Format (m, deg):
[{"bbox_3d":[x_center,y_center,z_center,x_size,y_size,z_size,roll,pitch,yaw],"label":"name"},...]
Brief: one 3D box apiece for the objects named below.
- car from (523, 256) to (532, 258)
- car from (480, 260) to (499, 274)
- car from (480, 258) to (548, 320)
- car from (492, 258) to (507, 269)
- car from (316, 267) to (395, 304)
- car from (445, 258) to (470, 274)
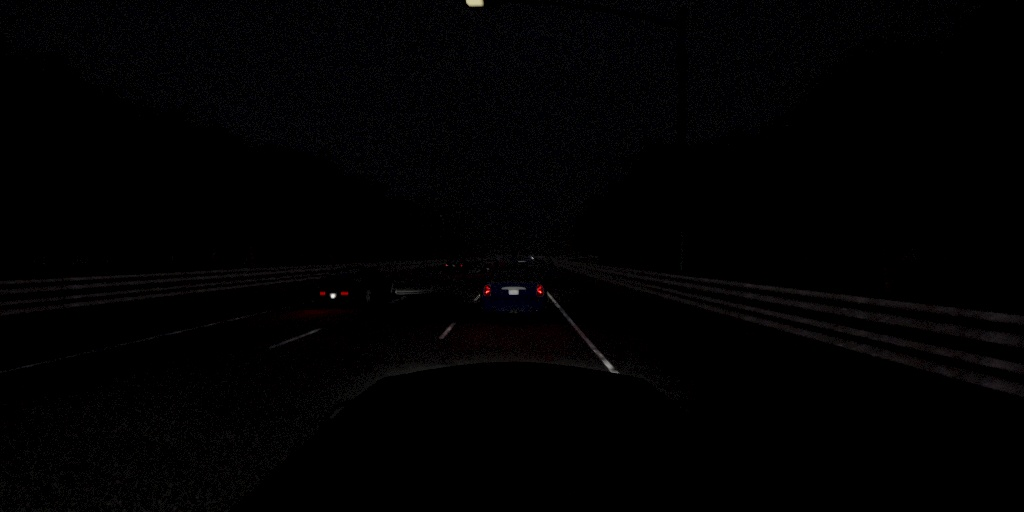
[{"bbox_3d":[1.925,1.143,62.674,2.128,1.511,4.902,0,0,4],"label":"car"},{"bbox_3d":[-2.560,1.224,41.637,1.812,1.442,4.674,0,0,2],"label":"car"},{"bbox_3d":[0.076,1.095,12.777,2.097,1.767,4.553,0,0,1],"label":"car"},{"bbox_3d":[-1.909,1.146,55.304,1.882,1.535,5.008,0,0,3],"label":"car"},{"bbox_3d":[-6.798,1.241,16.122,1.837,1.490,4.892,0,0,1],"label":"car"},{"bbox_3d":[-6.124,1.048,40.532,2.097,1.767,4.553,0,0,2],"label":"car"}]
